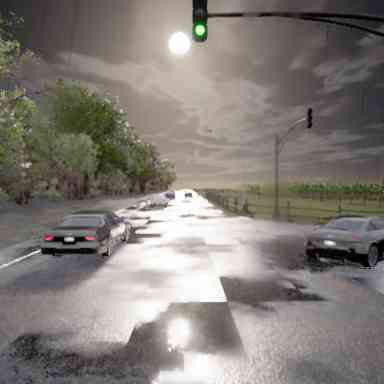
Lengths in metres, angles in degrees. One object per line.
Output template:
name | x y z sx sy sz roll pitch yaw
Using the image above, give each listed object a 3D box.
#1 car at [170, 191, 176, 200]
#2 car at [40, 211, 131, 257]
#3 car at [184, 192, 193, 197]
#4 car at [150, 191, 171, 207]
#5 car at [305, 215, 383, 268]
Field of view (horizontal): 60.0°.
car | -4.106 0.626 63.397 1.882 1.535 5.008 0 1 -1
car | -3.551 1.380 12.061 2.033 1.411 5.357 0 1 -1
car | -0.842 0.579 76.235 1.895 1.301 4.718 0 1 -1
car | -3.834 0.994 39.554 1.812 1.442 4.674 0 1 0
car | 5.513 1.446 10.819 4.181 1.385 1.994 0 0 -39
